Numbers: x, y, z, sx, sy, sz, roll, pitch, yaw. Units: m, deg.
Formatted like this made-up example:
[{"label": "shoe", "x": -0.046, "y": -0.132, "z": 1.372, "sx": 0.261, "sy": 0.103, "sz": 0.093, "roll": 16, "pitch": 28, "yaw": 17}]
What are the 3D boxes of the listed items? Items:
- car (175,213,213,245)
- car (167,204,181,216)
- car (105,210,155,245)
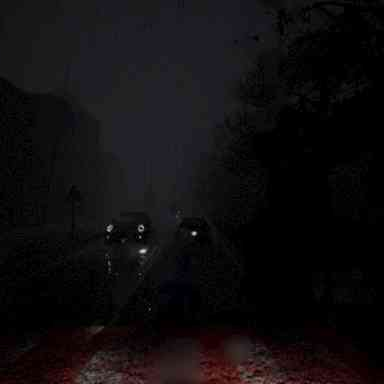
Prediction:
[{"label": "car", "x": 0.106, "y": 2.092, "z": 18.555, "sx": 1.994, "sy": 1.385, "sz": 4.181, "roll": 0, "pitch": -2, "yaw": 0}, {"label": "car", "x": -3.158, "y": 3.150, "z": 59.573, "sx": 2.150, "sy": 2.045, "sz": 5.566, "roll": 0, "pitch": -3, "yaw": 1}, {"label": "car", "x": -3.342, "y": 1.871, "z": 18.596, "sx": 2.097, "sy": 1.767, "sz": 4.553, "roll": 0, "pitch": -2, "yaw": 0}]
